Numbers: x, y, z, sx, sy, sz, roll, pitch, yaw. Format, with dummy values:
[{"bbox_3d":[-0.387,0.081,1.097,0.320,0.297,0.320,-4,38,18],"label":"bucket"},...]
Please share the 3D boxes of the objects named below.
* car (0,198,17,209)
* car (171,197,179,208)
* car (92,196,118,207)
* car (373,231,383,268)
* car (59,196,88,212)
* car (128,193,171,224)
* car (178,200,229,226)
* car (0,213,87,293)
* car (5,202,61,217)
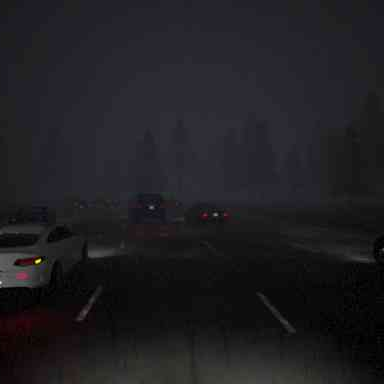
[{"bbox_3d":[-24.610,1.452,43.317,4.181,1.385,1.994,0,0,35],"label":"car"},{"bbox_3d":[-2.761,1.334,40.834,1.994,1.385,4.181,0,0,-31],"label":"car"},{"bbox_3d":[-12.319,1.316,47.146,4.674,1.442,1.812,0,0,45],"label":"car"},{"bbox_3d":[6.531,1.263,8.002,2.097,1.767,4.553,0,0,-5],"label":"car"},{"bbox_3d":[-13.016,1.381,37.046,1.812,1.442,4.674,0,0,-35],"label":"car"},{"bbox_3d":[-3.355,1.095,24.202,2.150,2.045,5.566,0,0,-16],"label":"car"},{"bbox_3d":[0.806,1.407,22.313,2.033,1.411,5.357,0,0,-14],"label":"car"},{"bbox_3d":[-4.013,1.498,8.560,1.812,1.442,4.674,0,0,-6],"label":"car"},{"bbox_3d":[-9.521,1.536,20.293,1.895,1.301,4.718,0,0,-14],"label":"car"}]
